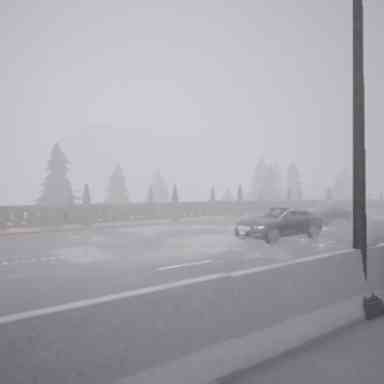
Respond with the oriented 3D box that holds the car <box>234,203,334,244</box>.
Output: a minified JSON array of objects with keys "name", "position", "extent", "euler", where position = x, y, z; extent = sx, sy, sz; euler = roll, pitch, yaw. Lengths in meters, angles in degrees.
[{"name":"car","position":[4.119,1.449,15.529],"extent":[4.902,1.511,2.128],"euler":[0,0,-35]}]

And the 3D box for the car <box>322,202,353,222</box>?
[{"name":"car","position":[9.807,1.450,23.883],"extent":[4.674,1.442,1.812],"euler":[0,0,-35]}]
